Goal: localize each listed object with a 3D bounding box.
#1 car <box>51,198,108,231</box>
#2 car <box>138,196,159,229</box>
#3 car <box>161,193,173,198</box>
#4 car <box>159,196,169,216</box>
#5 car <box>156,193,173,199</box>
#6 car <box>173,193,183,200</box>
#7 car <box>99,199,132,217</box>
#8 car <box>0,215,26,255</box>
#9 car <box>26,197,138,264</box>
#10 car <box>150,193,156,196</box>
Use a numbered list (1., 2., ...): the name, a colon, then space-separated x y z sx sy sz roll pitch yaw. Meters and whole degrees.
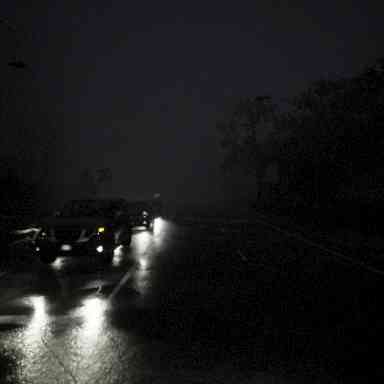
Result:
1. car: -7.079 1.349 21.494 2.097 1.767 4.553 0 0 0
2. car: -3.579 1.348 21.644 2.097 1.767 4.553 0 0 0
3. car: -6.942 1.049 92.891 1.895 1.301 4.718 0 0 -22
4. car: -3.664 1.457 31.833 2.128 1.511 4.902 0 0 -1
5. car: -6.895 1.146 81.809 1.837 1.490 4.892 0 0 -18
6. car: -3.625 1.141 83.068 1.837 1.490 4.892 0 0 -18
7. car: -7.146 1.458 31.607 2.128 1.511 4.902 0 0 -1
8. car: -7.076 1.551 12.060 2.033 1.411 5.357 0 0 0
9. car: -3.593 1.225 12.232 2.150 2.045 5.566 0 0 0
10. car: -10.170 0.984 91.533 1.812 1.442 4.674 0 0 -22
